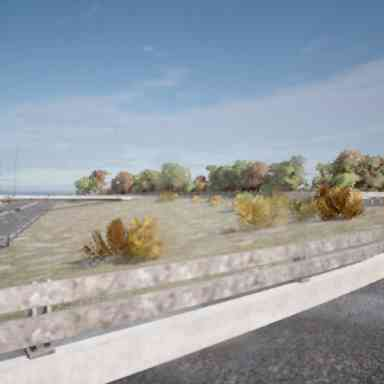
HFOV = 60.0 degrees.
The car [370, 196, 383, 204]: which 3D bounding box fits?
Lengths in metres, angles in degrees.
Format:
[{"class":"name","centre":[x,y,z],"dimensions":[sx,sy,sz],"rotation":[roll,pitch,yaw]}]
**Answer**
[{"class":"car","centre":[43.710,2.000,78.583],"dimensions":[1.994,1.385,4.181],"rotation":[0,0,3]}]
